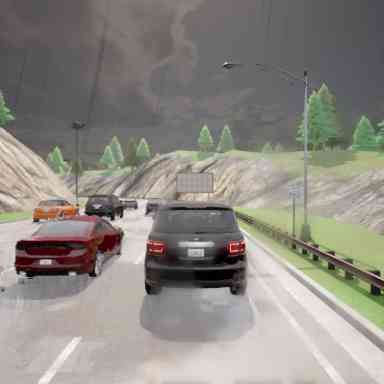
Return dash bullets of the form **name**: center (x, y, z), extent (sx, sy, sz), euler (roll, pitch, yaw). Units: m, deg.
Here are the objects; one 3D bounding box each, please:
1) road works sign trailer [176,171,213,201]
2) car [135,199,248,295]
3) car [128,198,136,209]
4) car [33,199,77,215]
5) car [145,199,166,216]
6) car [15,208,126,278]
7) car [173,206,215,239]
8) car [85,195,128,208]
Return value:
- **road works sign trailer**: center (0.186, 0.464, 21.584), extent (2.380, 3.560, 2.880), euler (0, 0, 0)
- **car**: center (0.087, 1.221, 8.866), extent (2.150, 2.045, 5.566), euler (0, 0, 0)
- **car**: center (-8.001, 1.491, 42.879), extent (2.128, 1.511, 4.902), euler (0, 0, -7)
- **car**: center (-10.459, 1.351, 25.952), extent (2.097, 1.767, 4.553), euler (0, 0, -1)
- **car**: center (-3.696, 1.506, 34.138), extent (1.837, 1.490, 4.892), euler (0, 0, -3)
- **car**: center (-3.412, 1.477, 10.219), extent (1.882, 1.535, 5.008), euler (0, 0, 0)
- **car**: center (0.091, 1.558, 18.087), extent (1.994, 1.385, 4.181), euler (0, 0, 0)
- **car**: center (-6.974, 1.223, 26.986), extent (2.150, 2.045, 5.566), euler (0, 0, -1)
